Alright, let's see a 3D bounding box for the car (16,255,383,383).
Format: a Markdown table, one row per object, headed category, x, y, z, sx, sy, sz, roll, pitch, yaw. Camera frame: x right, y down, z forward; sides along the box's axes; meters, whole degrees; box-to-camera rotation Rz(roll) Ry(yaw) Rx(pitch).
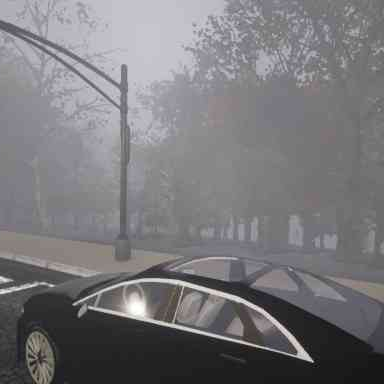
| category | x | y | z | sx | sy | sz | roll | pitch | yaw |
| --- | --- | --- | --- | --- | --- | --- | --- | --- | --- |
| car | 0.002 | 1.491 | 3.699 | 4.902 | 1.511 | 2.128 | 0 | 0 | 34 |
